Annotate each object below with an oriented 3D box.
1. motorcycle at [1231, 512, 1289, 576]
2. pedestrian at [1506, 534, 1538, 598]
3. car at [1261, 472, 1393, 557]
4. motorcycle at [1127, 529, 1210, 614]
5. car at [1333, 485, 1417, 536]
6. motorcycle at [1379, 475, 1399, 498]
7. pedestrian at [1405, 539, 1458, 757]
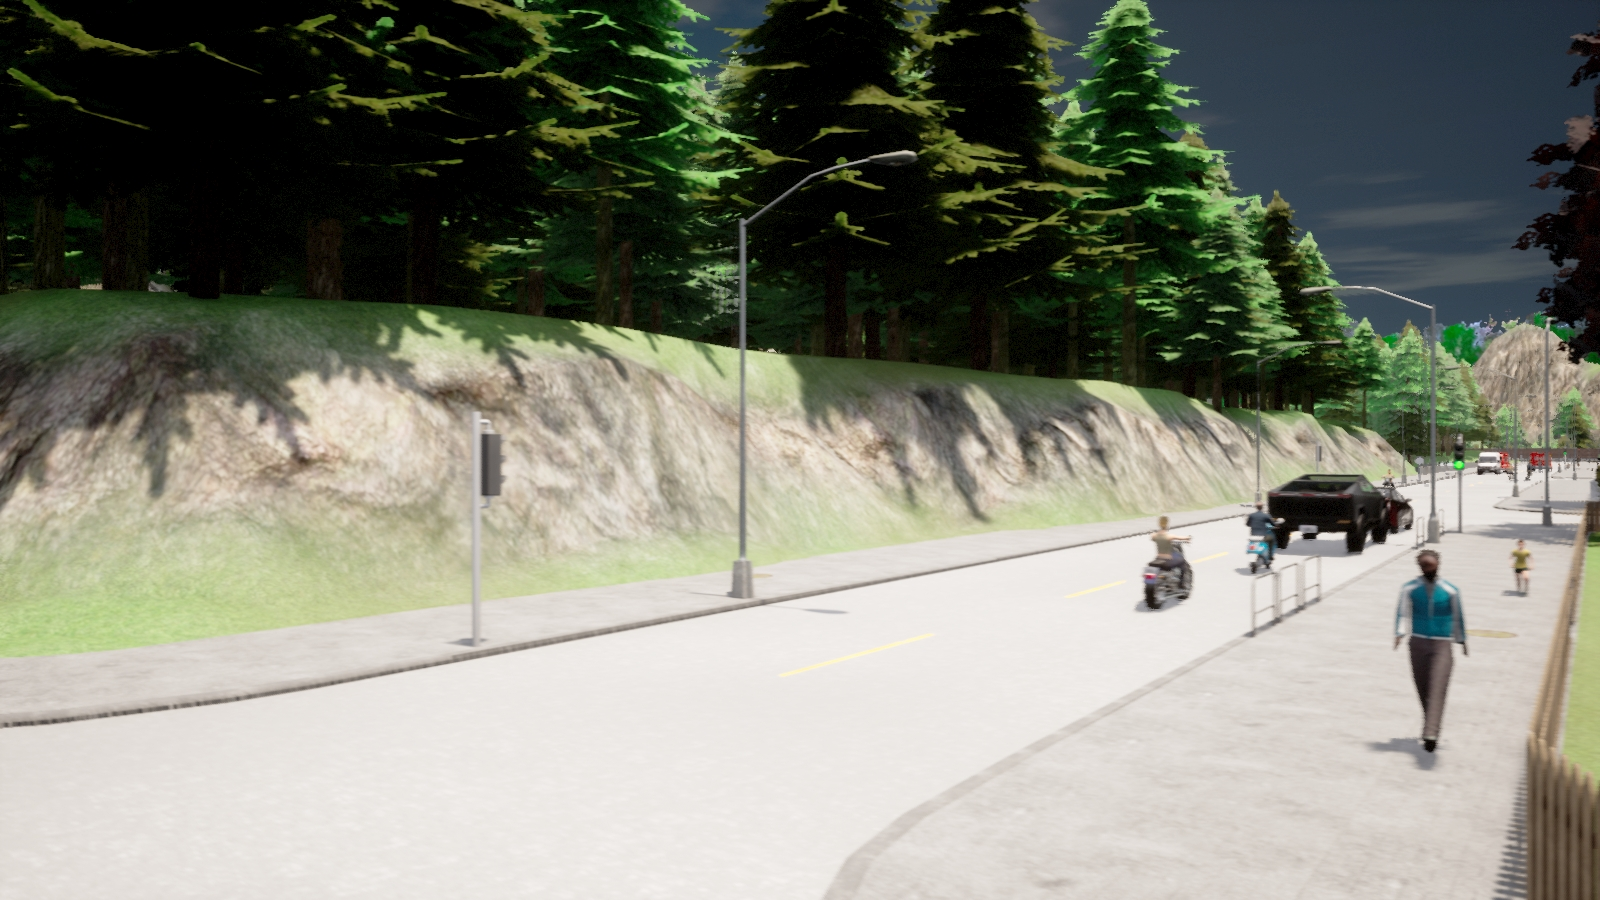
[{"bbox_3d":[10.604,2.142,26.320,0.856,1.316,1.805,0,0,35],"label":"motorcycle"},{"bbox_3d":[13.300,2.125,21.050,0.500,1.100,0.500,0,0,32],"label":"pedestrian"},{"bbox_3d":[15.350,1.754,33.055,2.390,2.098,6.274,0,0,35],"label":"car"},{"bbox_3d":[6.695,2.155,20.687,0.764,1.307,2.356,0,0,35],"label":"motorcycle"},{"bbox_3d":[20.105,2.040,39.847,2.007,1.525,4.514,0,0,35],"label":"car"},{"bbox_3d":[35.320,2.155,68.537,0.764,1.307,2.356,0,0,35],"label":"motorcycle"},{"bbox_3d":[5.658,1.745,10.232,0.375,1.860,0.375,0,0,35],"label":"pedestrian"}]
